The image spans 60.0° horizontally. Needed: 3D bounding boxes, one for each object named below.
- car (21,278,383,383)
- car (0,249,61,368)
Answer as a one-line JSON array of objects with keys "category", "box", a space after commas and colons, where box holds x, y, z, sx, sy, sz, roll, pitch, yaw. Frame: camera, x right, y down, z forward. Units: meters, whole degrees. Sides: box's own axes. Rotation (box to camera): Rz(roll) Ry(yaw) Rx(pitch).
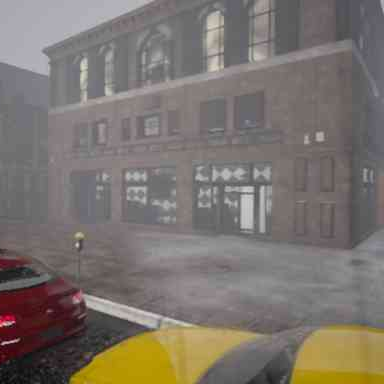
[{"category": "car", "box": [1.074, 1.526, 2.097, 4.829, 1.417, 1.752, 0, 1, 35]}, {"category": "car", "box": [-3.410, 1.588, 5.294, 4.206, 1.307, 1.802, 0, 1, 35]}]
